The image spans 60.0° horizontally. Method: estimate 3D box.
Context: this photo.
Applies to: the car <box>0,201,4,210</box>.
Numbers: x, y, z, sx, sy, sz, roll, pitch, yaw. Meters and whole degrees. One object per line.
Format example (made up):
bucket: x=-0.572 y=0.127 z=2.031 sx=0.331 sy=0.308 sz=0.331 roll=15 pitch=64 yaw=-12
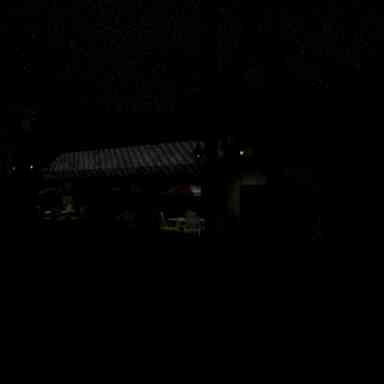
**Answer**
car: x=-24.196 y=1.290 z=38.484 sx=2.097 sy=1.767 sz=4.553 roll=0 pitch=0 yaw=21
